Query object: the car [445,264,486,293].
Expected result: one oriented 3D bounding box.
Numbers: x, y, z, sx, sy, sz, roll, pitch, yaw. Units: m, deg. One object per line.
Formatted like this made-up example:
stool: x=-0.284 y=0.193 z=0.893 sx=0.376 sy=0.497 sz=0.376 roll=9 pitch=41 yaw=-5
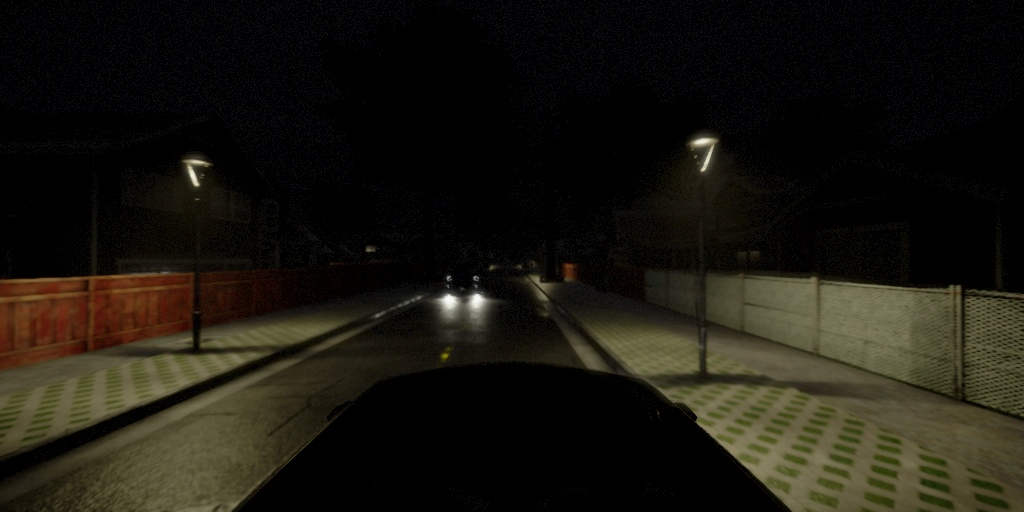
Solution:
car: x=-2.849 y=1.325 z=22.730 sx=2.097 sy=1.767 sz=4.553 roll=0 pitch=-1 yaw=0
